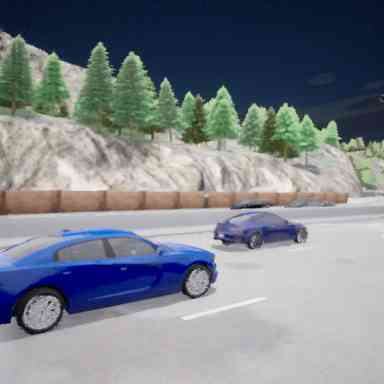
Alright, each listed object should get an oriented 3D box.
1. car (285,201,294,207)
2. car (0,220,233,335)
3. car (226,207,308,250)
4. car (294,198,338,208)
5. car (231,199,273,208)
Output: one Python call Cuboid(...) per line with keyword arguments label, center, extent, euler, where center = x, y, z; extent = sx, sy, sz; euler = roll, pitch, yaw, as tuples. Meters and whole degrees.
Cuboid(label="car", center=(12.899, 1.497, 38.817), extent=(4.553, 1.767, 2.097), euler=(0, 0, -37))
Cuboid(label="car", center=(-1.721, 1.478, 6.809), extent=(5.008, 1.535, 1.882), euler=(0, 0, -35))
Cuboid(label="car", center=(3.027, 1.568, 14.443), extent=(4.674, 1.442, 1.812), euler=(0, 0, -35))
Cuboid(label="car", center=(13.397, 1.634, 34.872), extent=(4.902, 1.511, 2.128), euler=(1, 0, -36))
Cuboid(label="car", center=(6.726, 1.586, 38.714), extent=(5.008, 1.535, 1.882), euler=(1, 0, -35))
